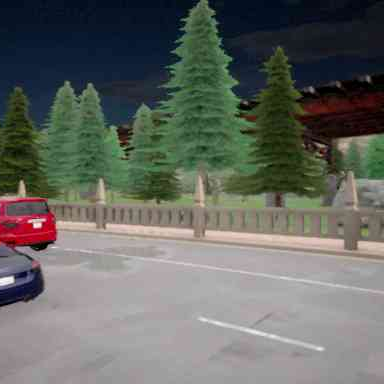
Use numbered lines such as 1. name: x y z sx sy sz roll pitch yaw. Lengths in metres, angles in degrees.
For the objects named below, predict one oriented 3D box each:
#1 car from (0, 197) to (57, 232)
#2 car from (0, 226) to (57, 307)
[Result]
1. car: -7.518 1.202 12.394 5.566 2.045 2.150 0 0 29
2. car: -5.036 1.554 6.942 4.181 1.385 1.994 0 0 32
